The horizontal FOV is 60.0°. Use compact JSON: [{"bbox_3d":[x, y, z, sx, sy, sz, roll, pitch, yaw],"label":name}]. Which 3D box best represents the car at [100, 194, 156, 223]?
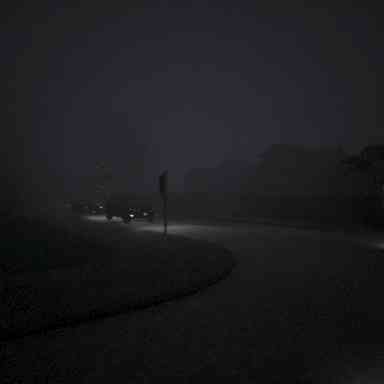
[{"bbox_3d":[-4.861,1.197,25.537,2.150,2.045,5.566,0,0,-35],"label":"car"}]

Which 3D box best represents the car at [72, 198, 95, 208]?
[{"bbox_3d":[-15.652,1.566,47.797,1.895,1.301,4.718,0,0,-35],"label":"car"}]

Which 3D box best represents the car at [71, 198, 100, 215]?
[{"bbox_3d":[-10.659,1.576,33.729,1.895,1.301,4.718,0,0,-35],"label":"car"}]
